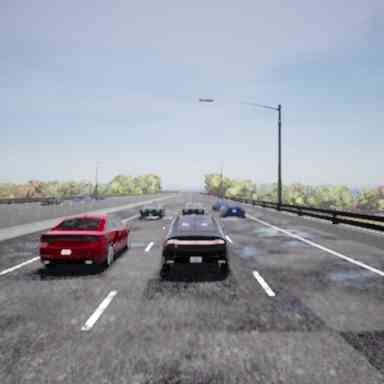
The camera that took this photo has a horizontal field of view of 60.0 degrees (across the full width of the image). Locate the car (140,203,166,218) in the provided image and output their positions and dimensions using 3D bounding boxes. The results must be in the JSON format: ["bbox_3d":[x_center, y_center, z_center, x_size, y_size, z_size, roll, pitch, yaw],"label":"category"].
[{"bbox_3d":[-3.396,1.601,29.620,1.895,1.301,4.718,0,0,0],"label":"car"}]

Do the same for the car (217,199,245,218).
[{"bbox_3d":[3.577,1.565,29.864,1.994,1.385,4.181,0,0,1],"label":"car"}]

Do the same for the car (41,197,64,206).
[{"bbox_3d":[-21.049,1.498,50.356,1.837,1.490,4.892,0,0,0],"label":"car"}]

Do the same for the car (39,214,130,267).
[{"bbox_3d":[-3.398,1.478,11.459,1.882,1.535,5.008,0,0,0],"label":"car"}]

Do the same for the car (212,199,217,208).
[{"bbox_3d":[3.536,1.548,42.868,2.033,1.411,5.357,0,0,1],"label":"car"}]

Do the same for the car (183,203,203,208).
[{"bbox_3d":[0.104,1.601,29.795,1.895,1.301,4.718,0,0,0],"label":"car"}]

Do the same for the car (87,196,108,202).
[{"bbox_3d":[-14.052,1.500,51.058,1.837,1.490,4.892,0,0,0],"label":"car"}]

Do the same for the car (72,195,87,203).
[{"bbox_3d":[-17.545,1.347,53.382,2.097,1.767,4.553,0,0,1],"label":"car"}]

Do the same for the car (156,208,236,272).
[{"bbox_3d":[0.101,1.492,10.795,2.128,1.511,4.902,0,0,0],"label":"car"}]
